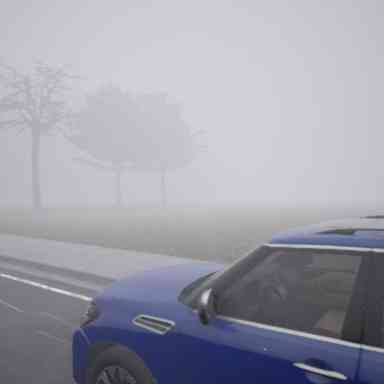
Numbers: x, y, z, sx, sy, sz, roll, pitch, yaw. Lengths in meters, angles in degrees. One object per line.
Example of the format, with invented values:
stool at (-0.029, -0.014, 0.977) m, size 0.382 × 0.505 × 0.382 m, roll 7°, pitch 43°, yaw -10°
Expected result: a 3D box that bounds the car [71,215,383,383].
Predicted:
car at (1.412, 1.224, 2.685) m, size 5.566 × 2.045 × 2.150 m, roll -1°, pitch 0°, yaw 35°
